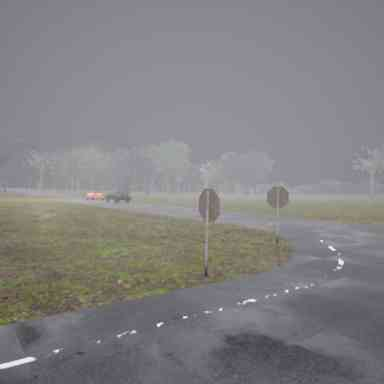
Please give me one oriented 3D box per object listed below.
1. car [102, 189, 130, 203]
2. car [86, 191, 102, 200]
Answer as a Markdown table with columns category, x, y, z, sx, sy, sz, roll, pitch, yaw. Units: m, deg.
| category | x | y | z | sx | sy | sz | roll | pitch | yaw |
| --- | --- | --- | --- | --- | --- | --- | --- | --- | --- |
| car | -11.410 | 0.618 | 51.084 | 2.150 | 2.045 | 5.566 | 2 | 0 | -35 |
| car | -17.396 | 0.549 | 59.537 | 2.097 | 1.767 | 4.553 | 2 | 0 | -35 |
